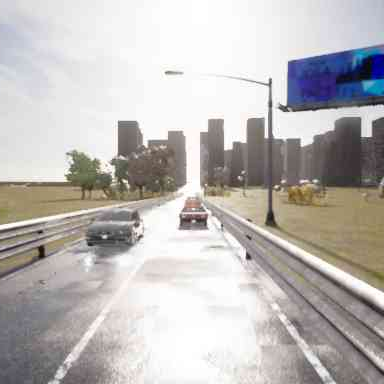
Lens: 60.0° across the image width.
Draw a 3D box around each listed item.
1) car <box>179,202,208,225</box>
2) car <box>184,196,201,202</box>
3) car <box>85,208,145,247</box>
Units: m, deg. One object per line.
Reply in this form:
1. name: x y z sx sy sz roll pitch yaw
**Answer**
1. car: 0.104 1.592 23.658 1.895 1.301 4.718 0 0 0
2. car: 0.106 1.337 42.019 2.097 1.767 4.553 0 0 0
3. car: -3.321 1.501 15.120 1.837 1.490 4.892 0 0 0
